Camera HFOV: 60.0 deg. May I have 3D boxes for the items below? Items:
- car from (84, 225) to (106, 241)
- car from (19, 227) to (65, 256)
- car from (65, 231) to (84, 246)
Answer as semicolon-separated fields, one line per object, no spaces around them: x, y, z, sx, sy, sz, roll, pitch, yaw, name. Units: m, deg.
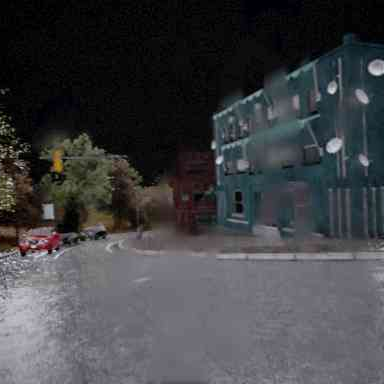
-13.870;5.762;47.171;2.150;2.045;5.566;-3;-5;3;car
-12.016;3.869;26.644;2.150;2.045;5.566;-3;-5;-13;car
-13.684;5.208;36.568;1.895;1.301;4.718;-3;-5;-5;car
